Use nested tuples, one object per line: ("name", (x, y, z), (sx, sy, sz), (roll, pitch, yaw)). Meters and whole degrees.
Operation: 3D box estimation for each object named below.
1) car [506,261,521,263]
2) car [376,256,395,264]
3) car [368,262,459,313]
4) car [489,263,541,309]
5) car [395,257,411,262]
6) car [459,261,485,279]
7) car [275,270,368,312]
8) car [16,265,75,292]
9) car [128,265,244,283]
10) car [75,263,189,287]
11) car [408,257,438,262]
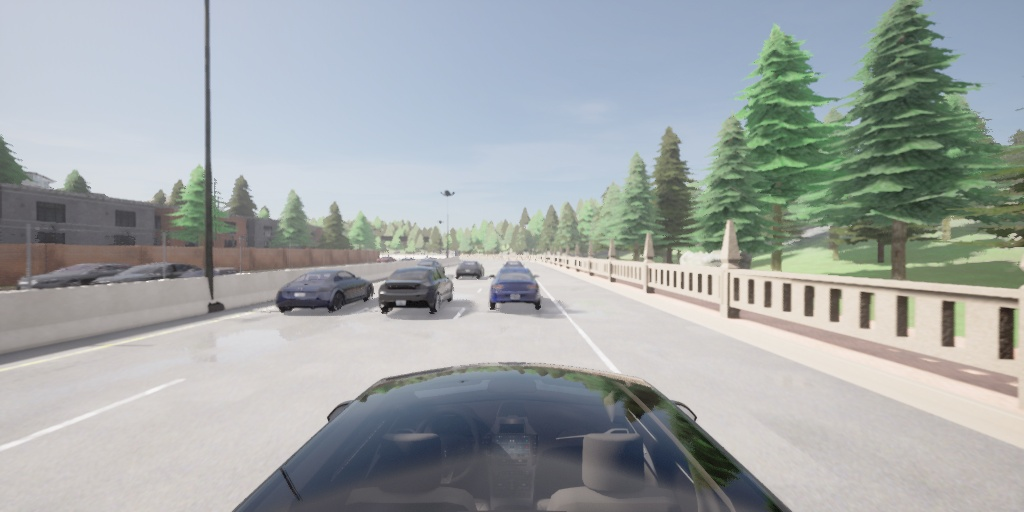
("car", (0.142, 1.069, 29.585), (1.994, 1.385, 4.181), (0, 1, 0))
("car", (-20.936, 0.717, 59.737), (1.882, 1.535, 5.008), (0, 1, 1))
("car", (-3.383, 1.152, 13.354), (1.837, 1.490, 4.892), (0, 0, 0))
("car", (0.104, 1.166, 14.189), (1.812, 1.442, 4.674), (0, 1, 0))
("car", (-17.438, 0.802, 59.872), (1.994, 1.385, 4.181), (0, 1, 1))
("car", (-3.358, 1.071, 29.301), (1.994, 1.385, 4.181), (0, 1, 0))
("car", (-6.883, 1.209, 13.646), (1.994, 1.385, 4.181), (0, 1, 0))
("car", (-21.073, 1.097, 17.978), (2.128, 1.511, 4.902), (0, 1, 0))
("car", (-14.077, 1.220, 16.485), (1.895, 1.301, 4.718), (0, 1, 0))
("car", (-17.575, 1.113, 17.703), (1.837, 1.490, 4.892), (0, 1, 0))
("car", (-6.870, 1.028, 29.838), (1.812, 1.442, 4.674), (0, 1, 0))
